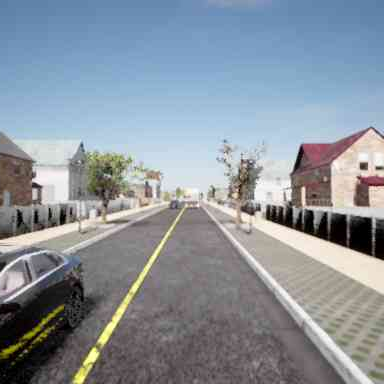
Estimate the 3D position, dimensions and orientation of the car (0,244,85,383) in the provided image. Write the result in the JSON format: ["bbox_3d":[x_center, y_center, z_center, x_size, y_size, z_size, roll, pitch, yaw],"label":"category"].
[{"bbox_3d":[-2.845,1.517,4.149,2.128,1.511,4.902,0,0,0],"label":"car"}]

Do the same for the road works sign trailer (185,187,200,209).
[{"bbox_3d":[0.053,0.967,54.998,2.380,3.560,2.880,0,-1,0],"label":"road works sign trailer"}]

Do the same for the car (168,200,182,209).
[{"bbox_3d":[-2.757,1.994,53.621,1.837,1.490,4.892,0,0,1],"label":"car"}]
